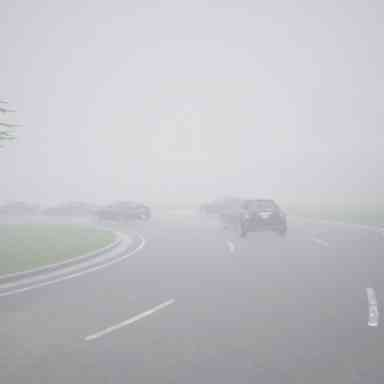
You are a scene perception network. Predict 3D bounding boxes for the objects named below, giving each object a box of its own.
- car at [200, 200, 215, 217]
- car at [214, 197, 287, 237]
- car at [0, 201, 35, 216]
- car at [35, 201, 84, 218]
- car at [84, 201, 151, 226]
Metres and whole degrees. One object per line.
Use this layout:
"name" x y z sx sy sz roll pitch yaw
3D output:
"car" 2.508 1.097 24.610 2.128 1.511 4.902 -2 1 -36
"car" 2.801 1.058 16.324 2.097 1.767 4.553 -2 1 -9
"car" -17.367 1.617 32.753 4.674 1.442 1.812 -2 1 4
"car" -10.290 1.479 28.839 5.357 1.411 2.033 -2 1 10
"car" -4.793 1.346 22.247 4.902 1.511 2.128 -1 1 43
